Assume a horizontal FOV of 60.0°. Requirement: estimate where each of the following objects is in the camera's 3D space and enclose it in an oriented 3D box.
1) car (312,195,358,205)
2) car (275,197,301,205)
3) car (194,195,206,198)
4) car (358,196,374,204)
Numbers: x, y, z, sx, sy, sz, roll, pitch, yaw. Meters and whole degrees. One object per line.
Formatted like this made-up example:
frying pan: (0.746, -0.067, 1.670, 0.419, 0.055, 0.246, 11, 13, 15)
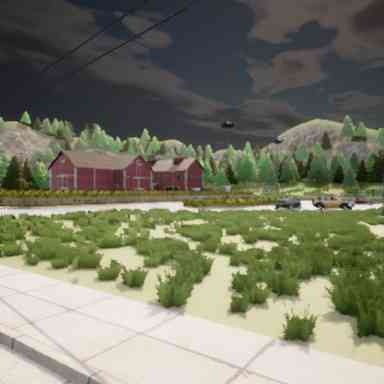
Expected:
car: (16.949, 1.268, 40.010, 4.605, 1.855, 1.932, 0, 0, 35)
car: (12.152, 1.441, 41.847, 1.837, 1.490, 4.892, 3, 2, 39)
car: (1.814, 1.335, 57.502, 1.882, 1.535, 5.008, 0, 0, 35)
car: (29.694, 1.477, 58.529, 3.905, 1.438, 1.784, 0, 0, 35)
